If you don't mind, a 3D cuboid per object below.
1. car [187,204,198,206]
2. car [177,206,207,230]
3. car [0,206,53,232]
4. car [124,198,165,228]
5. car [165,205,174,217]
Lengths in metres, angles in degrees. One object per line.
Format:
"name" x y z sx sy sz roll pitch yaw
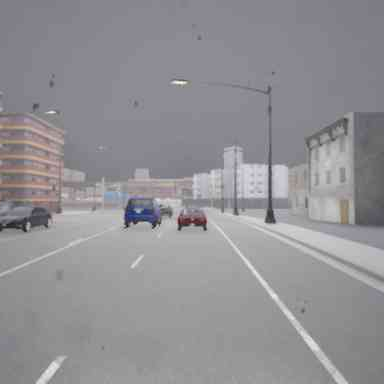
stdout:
"car" 0.083 2.304 42.832 2.097 1.767 4.553 0 -2 0
"car" 0.032 1.785 22.412 1.895 1.301 4.718 0 -1 1
"car" -10.520 1.656 21.102 1.837 1.490 4.892 0 -1 0
"car" -3.450 1.448 24.079 2.150 2.045 5.566 0 -2 0
"car" -3.417 2.450 42.937 2.128 1.511 4.902 0 -2 0
